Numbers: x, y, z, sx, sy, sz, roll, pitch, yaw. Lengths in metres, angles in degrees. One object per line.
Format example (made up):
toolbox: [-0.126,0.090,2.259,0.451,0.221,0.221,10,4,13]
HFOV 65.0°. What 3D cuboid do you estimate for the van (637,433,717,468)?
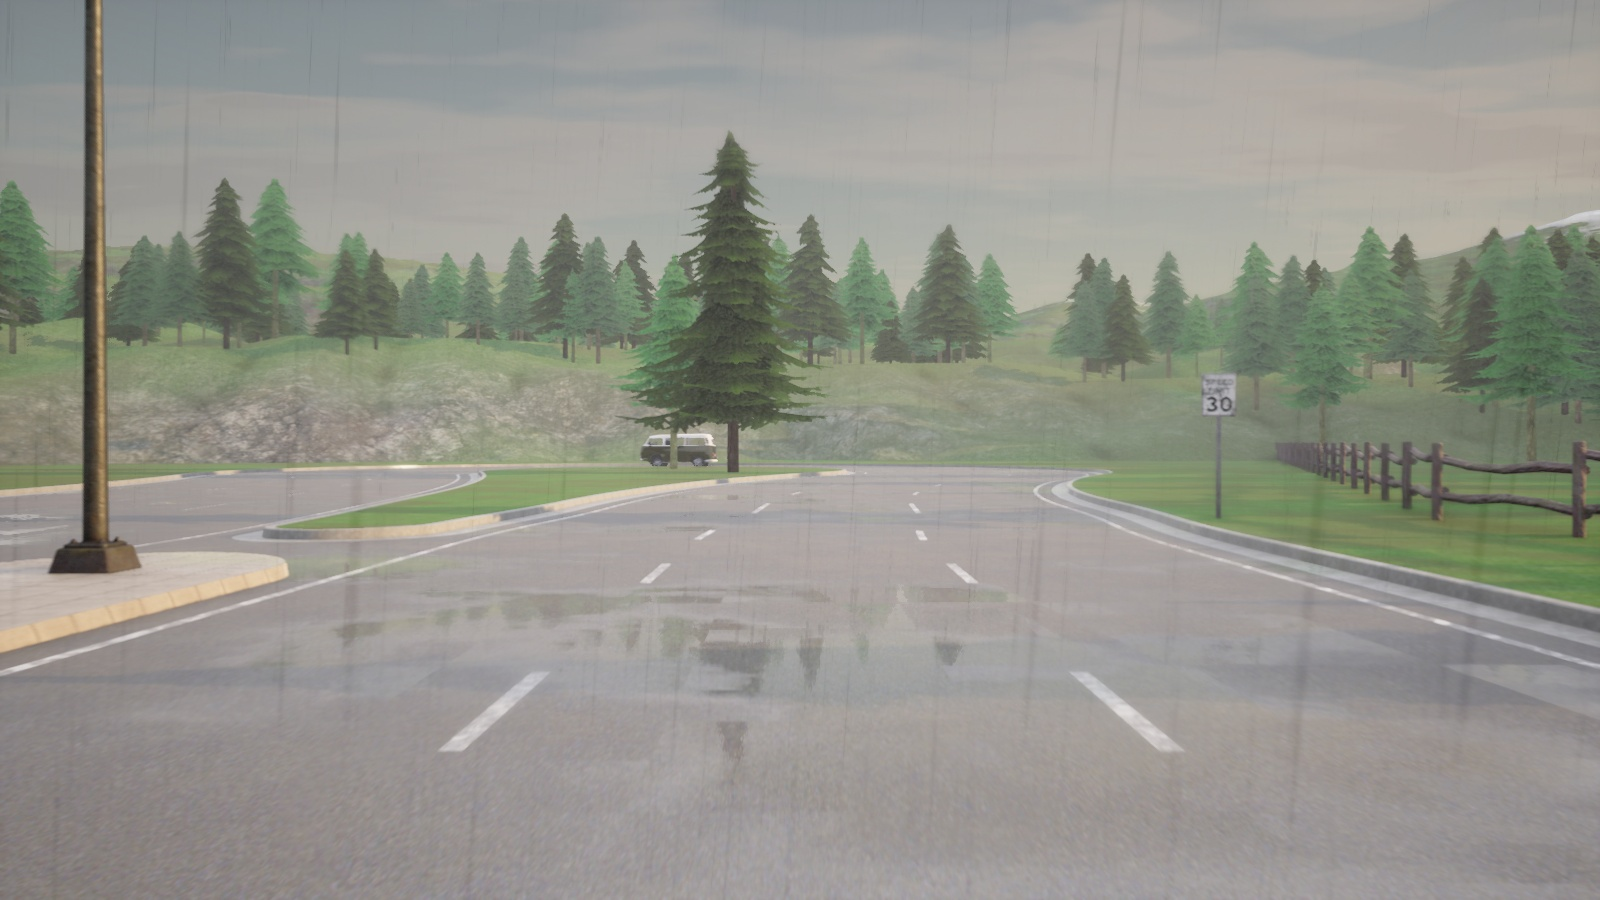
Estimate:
van: [-7.249,0.045,74.251,4.480,2.038,2.069,0,0,3]
